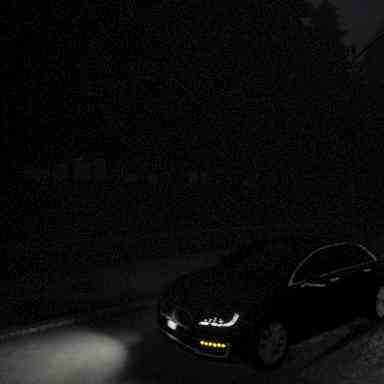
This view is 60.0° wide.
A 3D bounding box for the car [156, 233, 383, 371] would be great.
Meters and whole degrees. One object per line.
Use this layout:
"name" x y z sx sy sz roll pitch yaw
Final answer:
"car" 1.721 1.539 5.809 4.892 1.490 1.837 1 -1 -35
